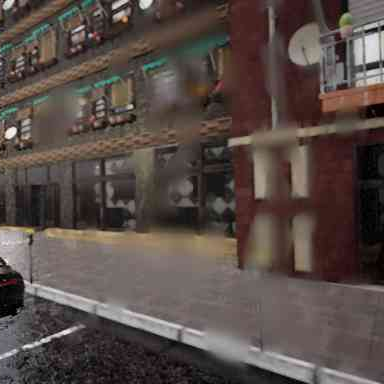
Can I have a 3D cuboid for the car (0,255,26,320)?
[{"bbox_3d":[-4.811,1.581,6.178,4.403,1.369,2.008,0,-2,36],"label":"car"}]
